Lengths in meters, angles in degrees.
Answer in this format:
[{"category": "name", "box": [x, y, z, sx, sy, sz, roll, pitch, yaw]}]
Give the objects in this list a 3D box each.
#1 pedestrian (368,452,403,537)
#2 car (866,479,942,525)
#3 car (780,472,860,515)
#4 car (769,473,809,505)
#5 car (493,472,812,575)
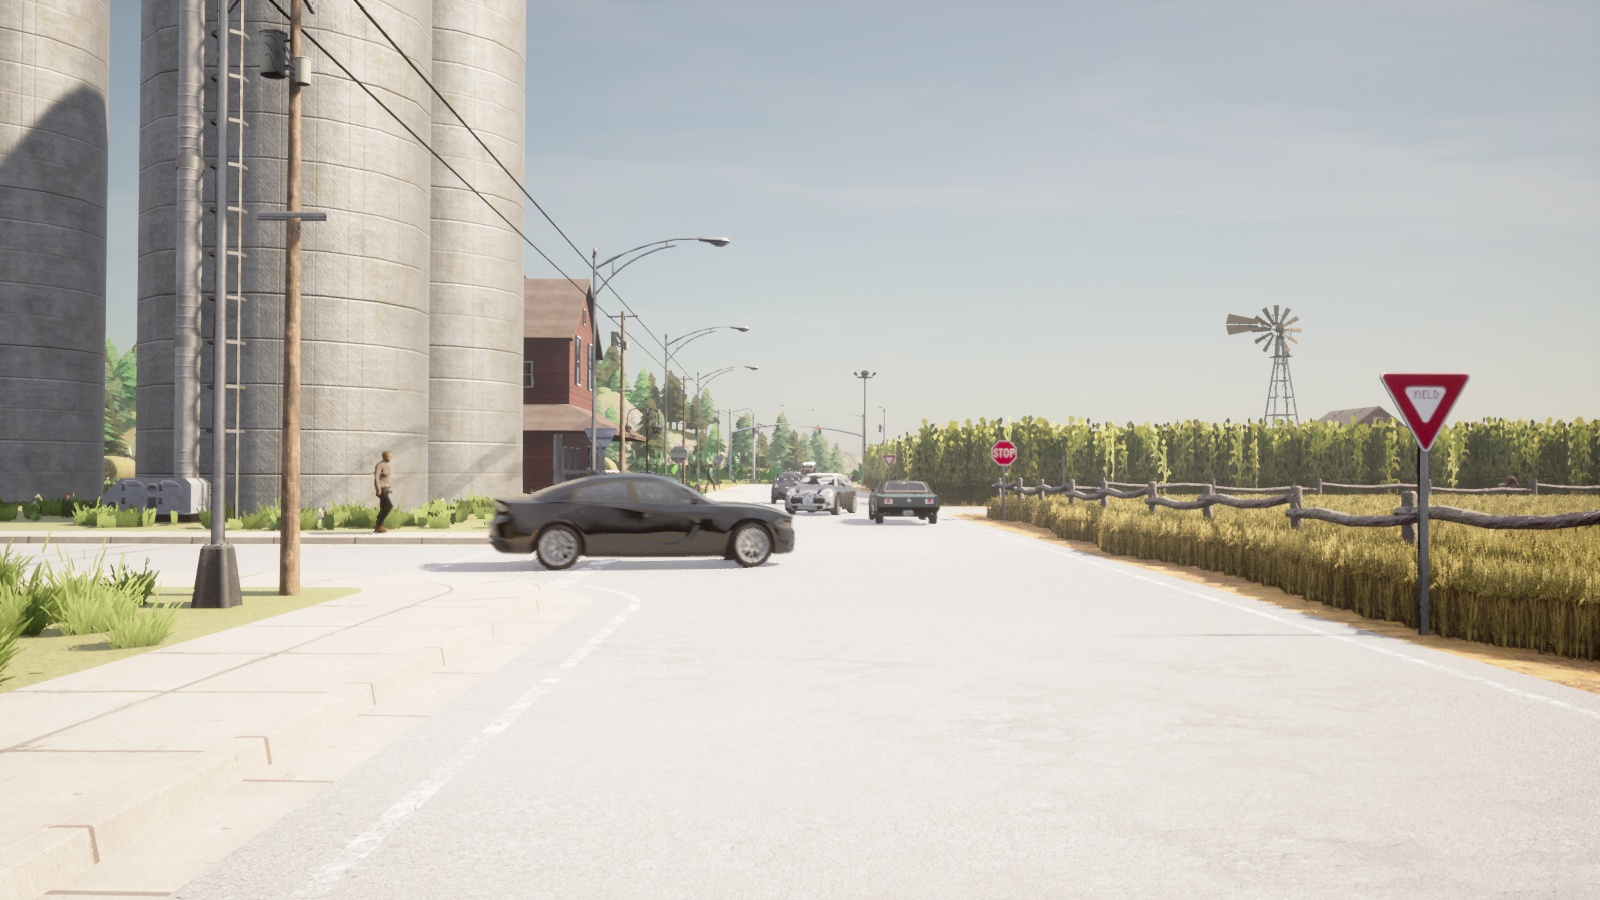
[{"category": "pedestrian", "box": [-8.983, 0.962, 27.211, 0.634, 1.846, 0.331, 0, -1, 9]}, {"category": "car", "box": [3.155, 1.554, 38.892, 1.895, 1.301, 4.718, 0, -1, -1]}, {"category": "car", "box": [0.759, 1.534, 45.169, 1.970, 1.475, 3.806, -1, -1, 16]}, {"category": "car", "box": [-0.526, 1.838, 60.131, 1.845, 1.501, 3.633, 0, -1, -1]}, {"category": "car", "box": [-2.471, 1.148, 20.649, 5.008, 1.535, 1.882, 0, -1, -14]}]
